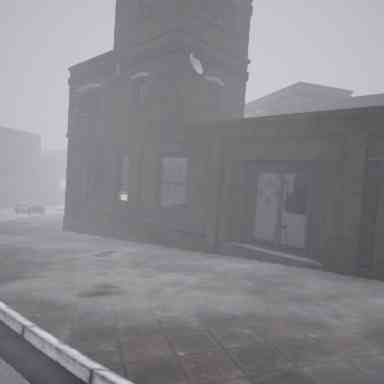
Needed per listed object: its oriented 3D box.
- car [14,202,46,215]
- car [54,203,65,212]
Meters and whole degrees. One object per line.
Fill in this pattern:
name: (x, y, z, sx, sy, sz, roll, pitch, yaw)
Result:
car: (-19.769, 1.989, 40.859, 2.128, 1.511, 4.902, 4, -1, 3)
car: (-18.608, 2.361, 50.773, 2.033, 1.411, 5.357, 4, -1, 16)
